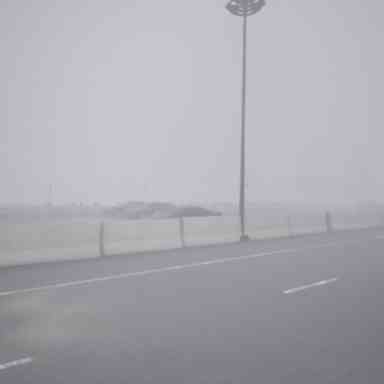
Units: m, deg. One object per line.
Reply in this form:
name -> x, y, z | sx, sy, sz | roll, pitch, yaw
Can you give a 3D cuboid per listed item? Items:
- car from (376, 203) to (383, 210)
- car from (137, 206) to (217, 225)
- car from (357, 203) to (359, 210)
car -> 30.872, 2.080, 51.683 | 5.357, 1.411, 2.033 | 1, -1, -35
car -> -0.470, 1.594, 20.854 | 5.357, 1.411, 2.033 | 0, 0, -36
car -> 28.839, 2.131, 54.532 | 5.008, 1.535, 1.882 | 1, -1, -35
